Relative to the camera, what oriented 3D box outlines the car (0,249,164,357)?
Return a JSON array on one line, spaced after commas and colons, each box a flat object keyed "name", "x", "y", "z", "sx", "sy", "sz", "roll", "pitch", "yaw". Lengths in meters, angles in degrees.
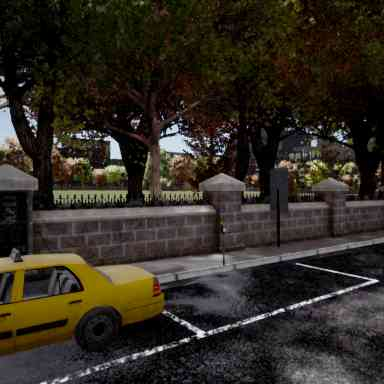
[{"name": "car", "x": -2.735, "y": 1.525, "z": 4.609, "sx": 4.829, "sy": 1.417, "sz": 1.752, "roll": 0, "pitch": 0, "yaw": -35}]
